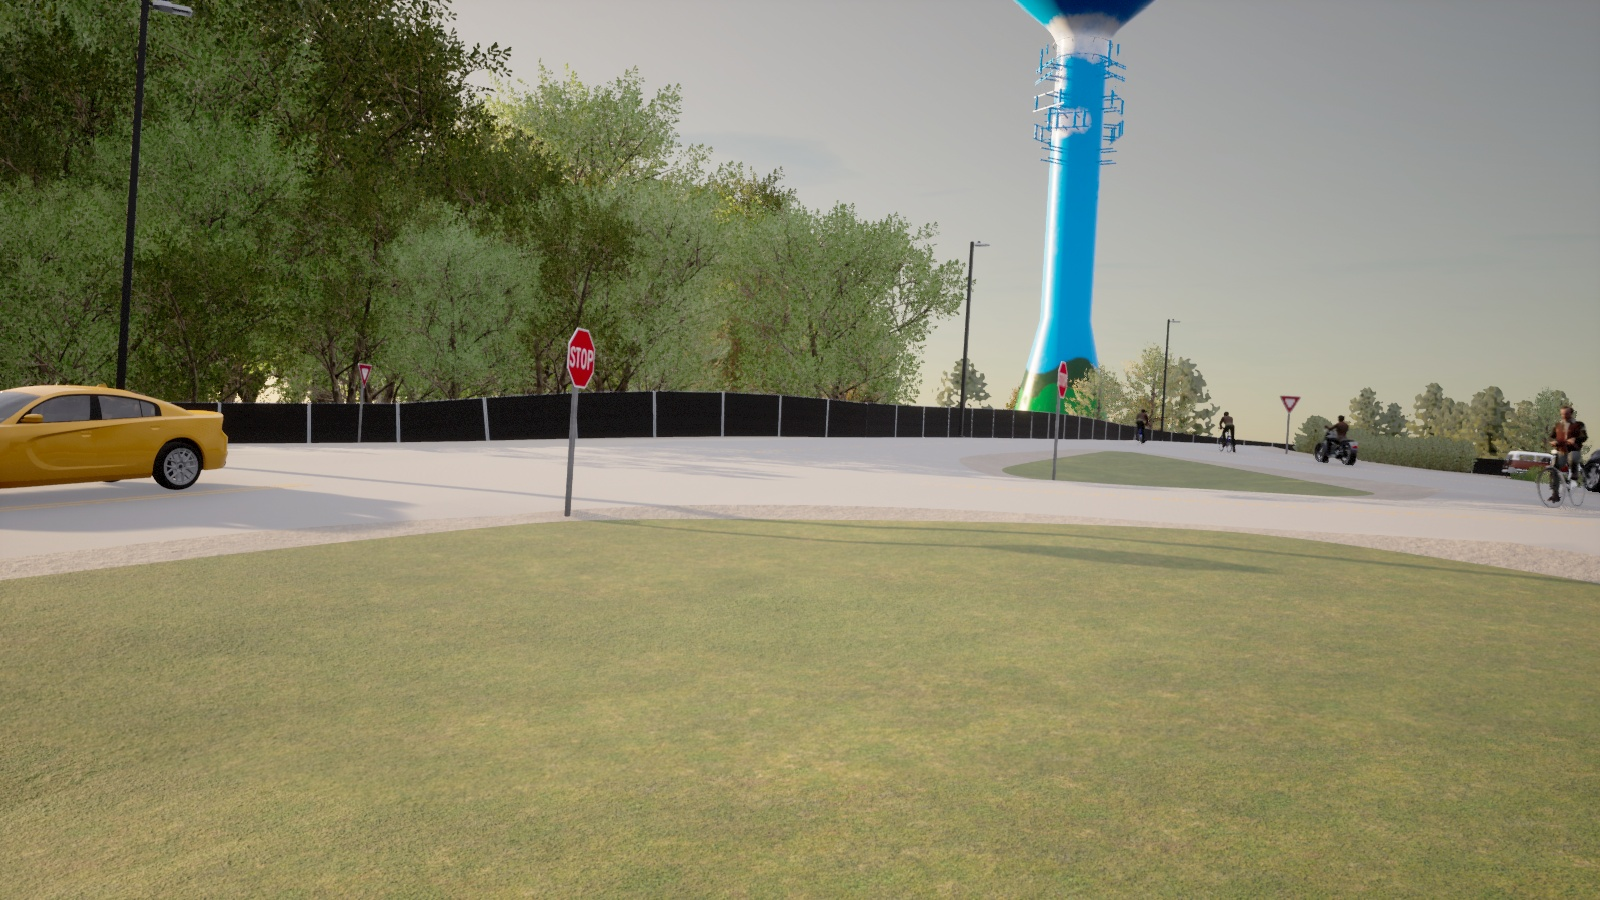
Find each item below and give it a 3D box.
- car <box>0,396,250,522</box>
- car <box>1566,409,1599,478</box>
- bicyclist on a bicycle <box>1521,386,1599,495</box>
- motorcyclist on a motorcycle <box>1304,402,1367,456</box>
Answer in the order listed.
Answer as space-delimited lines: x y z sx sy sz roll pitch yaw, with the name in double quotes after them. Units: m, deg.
-10.568 0.063 17.676 1.882 1.535 5.008 2 4 30 "car"
18.597 -0.075 27.046 1.845 1.501 3.633 2 2 -2 "car"
13.075 -0.159 21.431 1.843 1.776 0.659 -1 -1 -39 "bicyclist on a bicycle"
17.340 -0.706 40.700 0.766 1.649 2.350 2 2 -6 "motorcyclist on a motorcycle"
